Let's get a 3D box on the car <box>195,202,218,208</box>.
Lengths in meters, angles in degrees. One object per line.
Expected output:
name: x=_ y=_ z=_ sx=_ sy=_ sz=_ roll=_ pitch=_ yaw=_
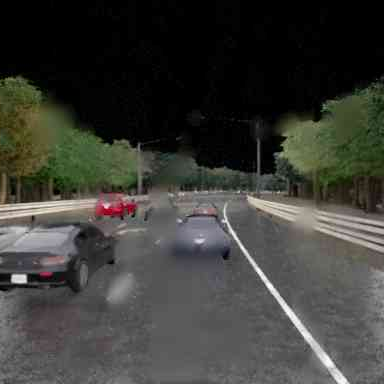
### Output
car: x=1.178 y=1.497 z=27.834 sx=1.994 sy=1.385 sz=4.181 roll=0 pitch=0 yaw=4

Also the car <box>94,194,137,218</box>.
car: x=-5.944 y=1.153 z=26.492 sx=2.150 sy=2.045 sz=5.566 roll=0 pitch=0 yaw=4

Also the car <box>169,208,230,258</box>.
car: x=0.362 y=1.541 z=12.669 sx=1.994 sy=1.385 sz=4.181 roll=0 pitch=0 yaw=2

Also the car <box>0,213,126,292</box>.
car: x=-3.278 y=1.508 z=8.760 sx=1.812 sy=1.442 sz=4.674 roll=0 pitch=0 yaw=2

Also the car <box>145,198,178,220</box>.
car: x=-2.384 y=1.286 z=27.100 sx=2.097 sy=1.767 sz=4.553 roll=0 pitch=0 yaw=4

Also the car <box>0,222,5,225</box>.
car: x=-6.721 y=1.577 z=10.591 sx=1.895 sy=1.301 sz=4.718 roll=0 pitch=0 yaw=2
